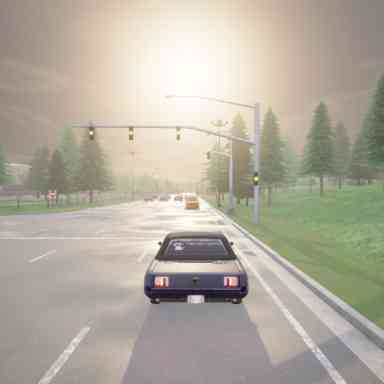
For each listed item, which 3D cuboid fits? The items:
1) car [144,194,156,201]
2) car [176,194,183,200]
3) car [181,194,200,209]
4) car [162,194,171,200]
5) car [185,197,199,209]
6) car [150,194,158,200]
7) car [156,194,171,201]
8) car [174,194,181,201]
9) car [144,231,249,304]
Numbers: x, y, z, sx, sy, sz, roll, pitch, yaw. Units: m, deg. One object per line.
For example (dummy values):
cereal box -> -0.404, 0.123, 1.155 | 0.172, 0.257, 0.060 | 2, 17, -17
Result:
car -> -10.372, 1.531, 80.382 | 2.033, 1.411, 5.357 | 0, 0, 0
car -> -3.355, 1.357, 90.791 | 1.812, 1.442, 4.674 | 0, 0, 0
car -> -0.062, 1.087, 46.250 | 1.882, 1.535, 5.008 | -3, 17, -3
car -> -6.855, 1.372, 90.797 | 2.033, 1.411, 5.357 | 0, 0, 0
car -> 0.011, 1.576, 49.746 | 2.033, 1.411, 5.357 | -1, 1, 1
car -> -10.355, 1.332, 90.802 | 1.837, 1.490, 4.892 | 0, 0, 0
car -> -6.872, 1.531, 80.377 | 2.033, 1.411, 5.357 | 0, 0, 0
car -> -3.371, 1.545, 80.788 | 1.994, 1.385, 4.181 | 0, 0, 0
car -> 0.092, 1.601, 8.078 | 1.895, 1.301, 4.718 | 0, 0, 0
